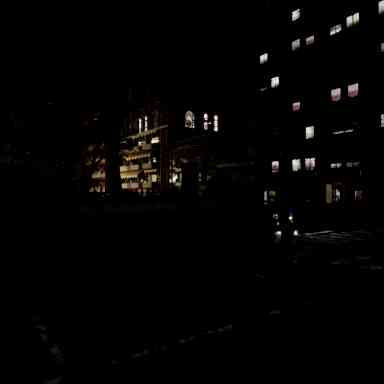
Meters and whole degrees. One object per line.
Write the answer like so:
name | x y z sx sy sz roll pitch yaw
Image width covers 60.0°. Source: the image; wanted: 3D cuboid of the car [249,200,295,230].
car | 4.937 1.605 23.434 2.097 1.767 4.553 0 -1 -36

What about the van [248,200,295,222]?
van | 7.155 1.642 30.201 1.690 1.788 3.998 -1 0 -36
